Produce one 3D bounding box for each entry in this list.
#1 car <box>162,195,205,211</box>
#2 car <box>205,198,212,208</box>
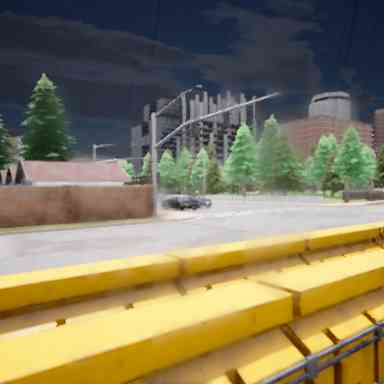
[{"bbox_3d":[-1.289,1.207,35.376,2.033,1.411,5.357,-1,1,-33],"label":"car"},{"bbox_3d":[0.434,1.088,39.118,2.128,1.511,4.902,-1,1,-33],"label":"car"}]
